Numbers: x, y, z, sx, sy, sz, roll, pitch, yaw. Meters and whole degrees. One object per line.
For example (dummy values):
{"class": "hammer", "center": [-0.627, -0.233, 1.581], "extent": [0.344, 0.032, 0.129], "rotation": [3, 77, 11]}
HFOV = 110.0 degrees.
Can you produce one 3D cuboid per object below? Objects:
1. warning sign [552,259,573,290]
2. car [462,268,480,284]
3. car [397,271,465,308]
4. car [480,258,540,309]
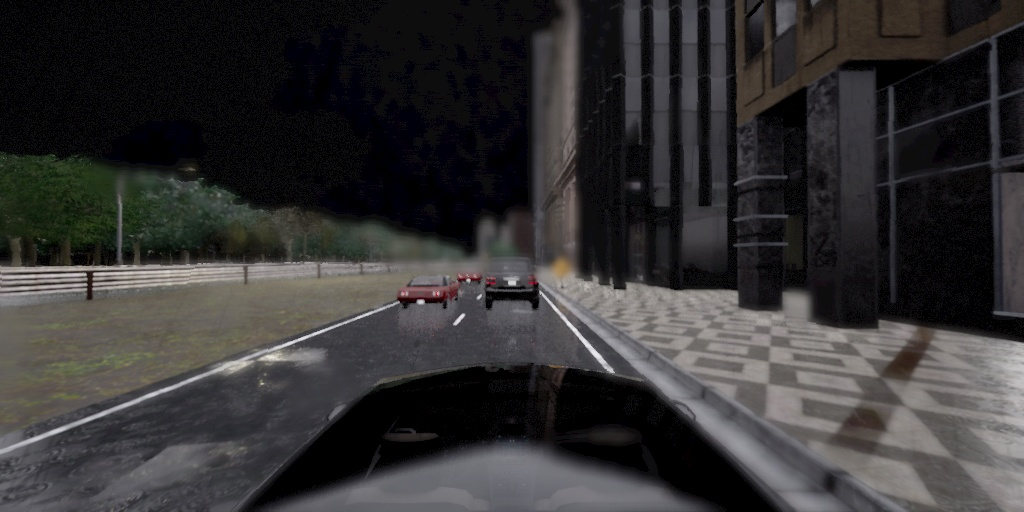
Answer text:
{"class": "warning sign", "center": [3.059, 1.084, 21.673], "extent": [1.300, 1.860, 1.060], "rotation": [0, 0, 0]}
{"class": "car", "center": [-3.485, 1.689, 30.973], "extent": [1.895, 1.301, 4.718], "rotation": [0, -1, 0]}
{"class": "car", "center": [-3.492, 1.501, 15.973], "extent": [1.895, 1.301, 4.718], "rotation": [0, -1, 0]}
{"class": "car", "center": [0.008, 1.115, 15.884], "extent": [2.150, 2.045, 5.566], "rotation": [0, -1, 0]}
